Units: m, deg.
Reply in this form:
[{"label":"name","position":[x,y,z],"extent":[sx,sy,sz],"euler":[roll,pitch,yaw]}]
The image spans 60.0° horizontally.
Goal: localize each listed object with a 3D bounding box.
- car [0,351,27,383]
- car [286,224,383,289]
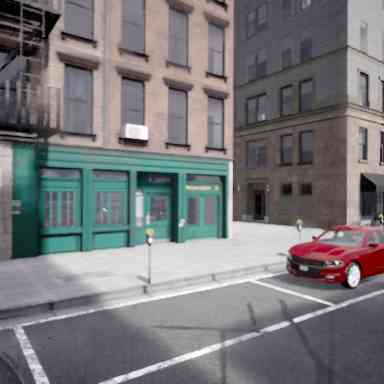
[{"label":"car","position":[-3.132,1.525,0.720],"extent":[5.357,1.411,2.033],"euler":[1,0,-35]},{"label":"car","position":[4.563,1.638,9.419],"extent":[4.507,1.381,1.887],"euler":[1,0,-35]}]
